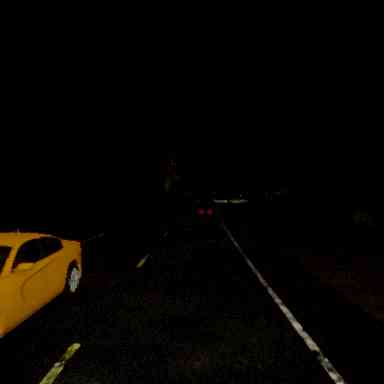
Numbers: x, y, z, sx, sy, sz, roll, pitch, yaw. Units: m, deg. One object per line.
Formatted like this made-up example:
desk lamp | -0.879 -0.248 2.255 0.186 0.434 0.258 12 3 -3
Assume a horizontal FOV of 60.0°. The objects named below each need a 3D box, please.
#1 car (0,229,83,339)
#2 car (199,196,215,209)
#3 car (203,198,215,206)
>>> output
car | -3.554 1.505 5.912 1.882 1.535 5.008 0 0 1
car | 2.071 1.697 47.976 2.128 1.511 4.902 0 0 5
car | 3.187 1.803 61.680 2.033 1.411 5.357 0 0 6
